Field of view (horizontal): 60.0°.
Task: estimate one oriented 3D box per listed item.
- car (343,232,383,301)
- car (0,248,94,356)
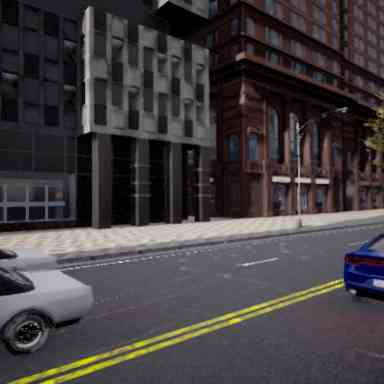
[{"bbox_3d":[5.496,1.597,7.834,5.008,1.535,1.882,0,-1,-39],"label":"car"},{"bbox_3d":[-3.988,1.727,4.671,4.718,1.301,1.895,0,-1,-39],"label":"car"}]
